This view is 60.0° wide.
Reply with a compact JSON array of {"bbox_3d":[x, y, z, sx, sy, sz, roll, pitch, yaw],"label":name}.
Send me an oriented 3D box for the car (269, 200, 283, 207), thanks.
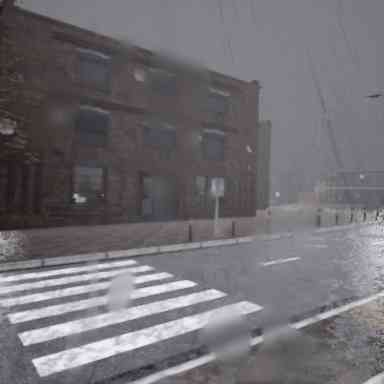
[{"bbox_3d":[18.934,2.591,75.733,2.163,1.488,4.792,1,-1,43],"label":"car"}]
